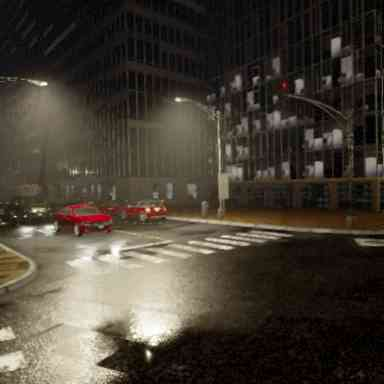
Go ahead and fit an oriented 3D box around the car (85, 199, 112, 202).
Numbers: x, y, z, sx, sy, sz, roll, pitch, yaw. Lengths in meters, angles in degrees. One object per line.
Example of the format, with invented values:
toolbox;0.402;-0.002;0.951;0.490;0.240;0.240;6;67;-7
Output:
car;-7.384;1.476;28.940;1.802;1.307;4.206;-3;1;-41

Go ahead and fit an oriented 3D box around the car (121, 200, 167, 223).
car;-3.696;1.302;24.661;1.967;1.590;4.097;-3;1;-41

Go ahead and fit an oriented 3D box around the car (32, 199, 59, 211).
car;-18.457;1.554;41.773;1.947;1.339;4.313;-3;1;-41

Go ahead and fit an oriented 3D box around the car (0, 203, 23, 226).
car;-13.776;1.723;23.511;1.947;1.339;4.313;-3;1;-41

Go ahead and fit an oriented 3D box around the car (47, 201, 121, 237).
car;-6.220;1.505;18.721;1.882;1.535;5.008;-2;1;-41

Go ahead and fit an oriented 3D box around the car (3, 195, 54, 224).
car;-13.038;1.308;26.614;2.150;2.045;5.566;-2;1;-41

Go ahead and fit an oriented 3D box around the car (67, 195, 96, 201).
car;-11.084;1.241;33.210;2.192;1.841;5.009;-3;1;-41
